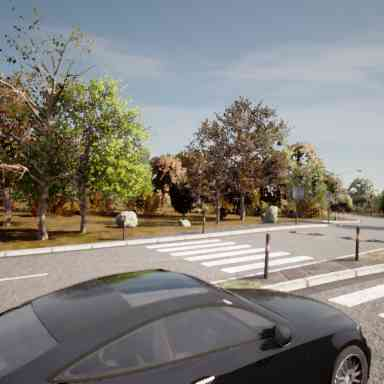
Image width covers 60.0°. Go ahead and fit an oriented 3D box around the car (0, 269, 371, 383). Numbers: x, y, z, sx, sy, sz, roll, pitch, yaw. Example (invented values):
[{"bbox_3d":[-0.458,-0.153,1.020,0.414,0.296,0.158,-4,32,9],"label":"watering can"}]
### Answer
[{"bbox_3d":[-0.193,1.528,3.228,4.674,1.442,1.812,0,0,-34],"label":"car"}]
